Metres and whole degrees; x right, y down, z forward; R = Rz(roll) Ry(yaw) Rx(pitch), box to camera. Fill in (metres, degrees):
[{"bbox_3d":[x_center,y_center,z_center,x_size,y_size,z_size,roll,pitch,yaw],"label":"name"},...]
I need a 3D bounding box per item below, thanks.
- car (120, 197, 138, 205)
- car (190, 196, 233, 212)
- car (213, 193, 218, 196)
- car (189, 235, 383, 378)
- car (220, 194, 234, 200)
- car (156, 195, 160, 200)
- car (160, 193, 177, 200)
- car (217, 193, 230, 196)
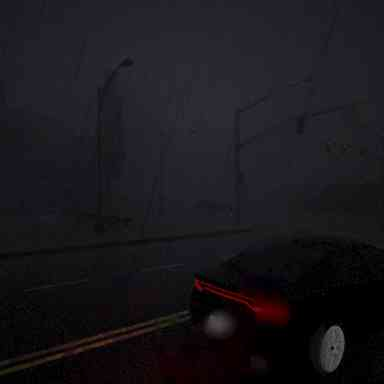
[{"bbox_3d":[-10.837,1.552,57.120,1.994,1.385,4.181,0,0,-35],"label":"car"},{"bbox_3d":[2.353,1.535,38.227,2.033,1.411,5.357,0,0,-35],"label":"car"},{"bbox_3d":[6.079,1.134,71.110,3.866,1.878,1.905,0,0,-37],"label":"car"},{"bbox_3d":[2.278,1.475,5.631,5.008,1.535,1.882,0,0,-37],"label":"car"},{"bbox_3d":[10.024,1.365,95.078,3.806,1.475,1.970,0,0,-37],"label":"car"},{"bbox_3d":[-7.304,1.130,89.219,4.605,1.855,1.932,0,0,-37],"label":"car"},{"bbox_3d":[-5.626,1.133,86.861,3.866,1.878,1.905,0,0,-37],"label":"car"},{"bbox_3d":[7.792,1.373,68.776,3.806,1.475,1.970,0,0,-37],"label":"car"}]
